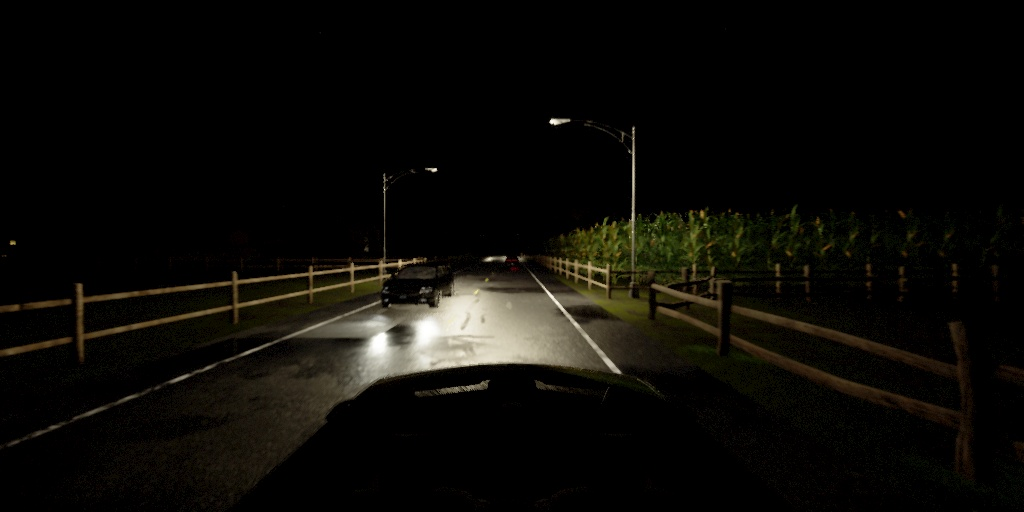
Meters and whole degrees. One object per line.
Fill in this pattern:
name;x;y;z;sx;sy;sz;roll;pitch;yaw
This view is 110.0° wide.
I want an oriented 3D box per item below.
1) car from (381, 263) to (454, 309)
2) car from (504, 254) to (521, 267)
car;-3.532;1.047;14.180;1.882;1.535;5.008;0;1;1
car;0.007;0.631;46.496;1.837;1.490;4.892;0;1;0
